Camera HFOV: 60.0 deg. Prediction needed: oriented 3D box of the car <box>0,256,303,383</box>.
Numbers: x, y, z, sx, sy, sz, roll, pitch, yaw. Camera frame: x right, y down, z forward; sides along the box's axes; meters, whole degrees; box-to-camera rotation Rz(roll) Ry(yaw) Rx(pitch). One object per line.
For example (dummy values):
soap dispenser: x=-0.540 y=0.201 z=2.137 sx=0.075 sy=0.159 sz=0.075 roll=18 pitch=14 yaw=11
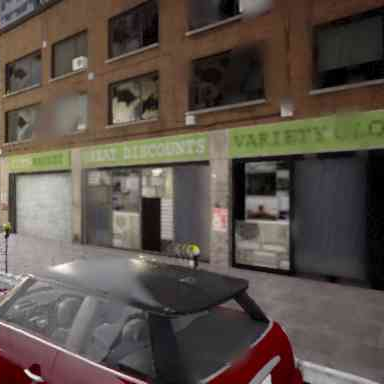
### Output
car: x=-1.074 y=1.426 z=3.492 sx=4.097 sy=1.590 sz=1.967 roll=0 pitch=0 yaw=35
